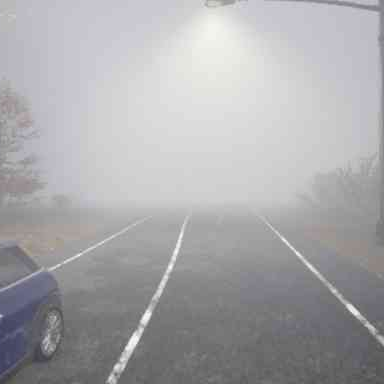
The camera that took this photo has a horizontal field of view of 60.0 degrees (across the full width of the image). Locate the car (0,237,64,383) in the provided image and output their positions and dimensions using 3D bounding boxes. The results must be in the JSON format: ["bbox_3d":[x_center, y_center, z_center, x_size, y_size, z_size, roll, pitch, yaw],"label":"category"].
[{"bbox_3d":[-3.039,1.371,2.932,2.097,1.767,4.553,0,0,5],"label":"car"}]
